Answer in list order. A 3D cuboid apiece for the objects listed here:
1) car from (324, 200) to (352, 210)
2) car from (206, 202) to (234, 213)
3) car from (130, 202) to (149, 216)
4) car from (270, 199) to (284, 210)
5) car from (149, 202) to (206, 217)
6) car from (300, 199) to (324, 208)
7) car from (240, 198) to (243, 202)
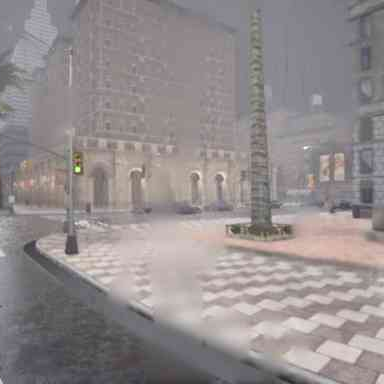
[{"bbox_3d":[21.684,1.872,47.644,5.357,1.411,2.033,0,-1,-36],"label":"car"},{"bbox_3d":[3.435,1.935,43.393,4.181,1.385,1.994,0,-1,-35],"label":"car"},{"bbox_3d":[-4.596,1.848,37.651,4.902,1.511,2.128,0,-1,-34],"label":"car"},{"bbox_3d":[11.549,1.890,49.201,4.892,1.490,1.837,0,-1,-36],"label":"car"},{"bbox_3d":[-1.481,1.869,35.325,5.357,1.411,2.033,0,-1,-35],"label":"car"},{"bbox_3d":[20.006,1.892,55.271,4.902,1.511,2.128,0,-1,-36],"label":"car"},{"bbox_3d":[14.951,2.353,92.922,1.895,1.301,4.718,0,-1,-36],"label":"car"}]
